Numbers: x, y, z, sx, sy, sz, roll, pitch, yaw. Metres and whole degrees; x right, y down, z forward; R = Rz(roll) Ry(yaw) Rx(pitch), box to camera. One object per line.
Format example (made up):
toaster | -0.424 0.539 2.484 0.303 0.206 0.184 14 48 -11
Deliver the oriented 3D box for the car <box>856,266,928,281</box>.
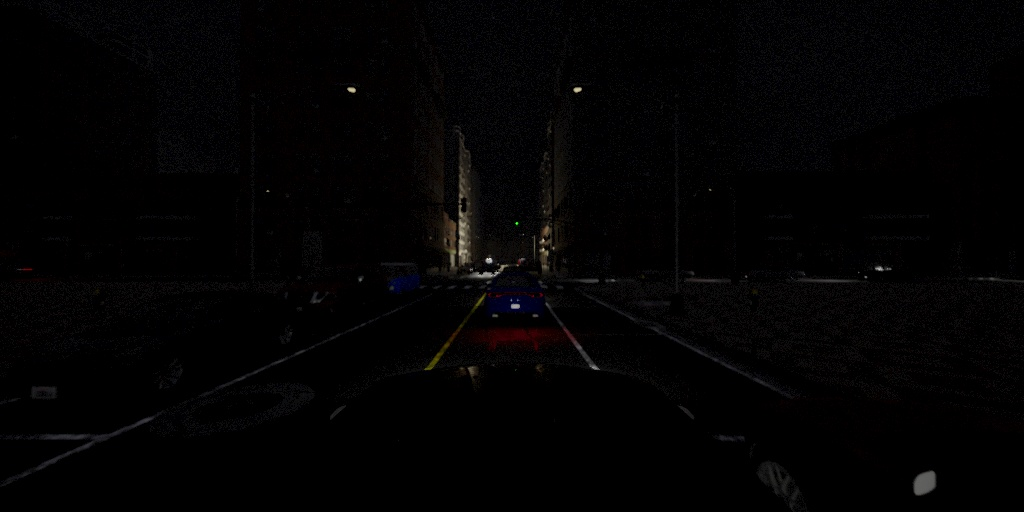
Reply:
car | 33.963 1.580 32.156 4.718 1.301 1.895 0 0 1

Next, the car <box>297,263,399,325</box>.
car | -5.856 1.154 12.306 2.192 1.841 5.009 0 0 0

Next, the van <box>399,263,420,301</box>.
van | -5.855 1.226 17.947 1.690 1.789 3.998 0 0 0

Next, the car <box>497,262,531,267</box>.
car | 0.104 1.433 24.795 1.837 1.490 4.892 0 0 0

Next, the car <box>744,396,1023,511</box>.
car | 2.668 1.289 1.000 1.888 1.381 4.507 0 0 0

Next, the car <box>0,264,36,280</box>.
car | -47.549 1.452 33.376 4.902 1.511 2.128 0 0 1

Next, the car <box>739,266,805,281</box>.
car | 23.344 1.574 32.333 4.718 1.301 1.895 0 0 1

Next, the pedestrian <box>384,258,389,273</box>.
pedestrian | -12.546 1.135 35.923 0.375 1.860 0.375 0 0 1

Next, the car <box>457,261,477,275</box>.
car | -5.851 1.579 44.795 1.751 1.417 4.829 0 0 0

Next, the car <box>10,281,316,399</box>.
car | -5.857 1.358 6.666 1.948 1.339 4.313 0 0 0

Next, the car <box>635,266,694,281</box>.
car | 13.708 1.570 32.471 4.718 1.301 1.895 0 0 1

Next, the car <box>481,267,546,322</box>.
car | 0.100 1.322 12.844 1.882 1.535 5.008 0 0 0

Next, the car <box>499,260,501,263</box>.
car | -3.073 1.715 55.256 1.895 1.301 4.718 0 0 0

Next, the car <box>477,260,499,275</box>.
car | -3.091 1.604 45.344 2.033 1.411 5.357 0 0 0

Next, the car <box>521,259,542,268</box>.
car | 2.675 1.368 44.936 2.192 1.841 5.009 0 0 0
